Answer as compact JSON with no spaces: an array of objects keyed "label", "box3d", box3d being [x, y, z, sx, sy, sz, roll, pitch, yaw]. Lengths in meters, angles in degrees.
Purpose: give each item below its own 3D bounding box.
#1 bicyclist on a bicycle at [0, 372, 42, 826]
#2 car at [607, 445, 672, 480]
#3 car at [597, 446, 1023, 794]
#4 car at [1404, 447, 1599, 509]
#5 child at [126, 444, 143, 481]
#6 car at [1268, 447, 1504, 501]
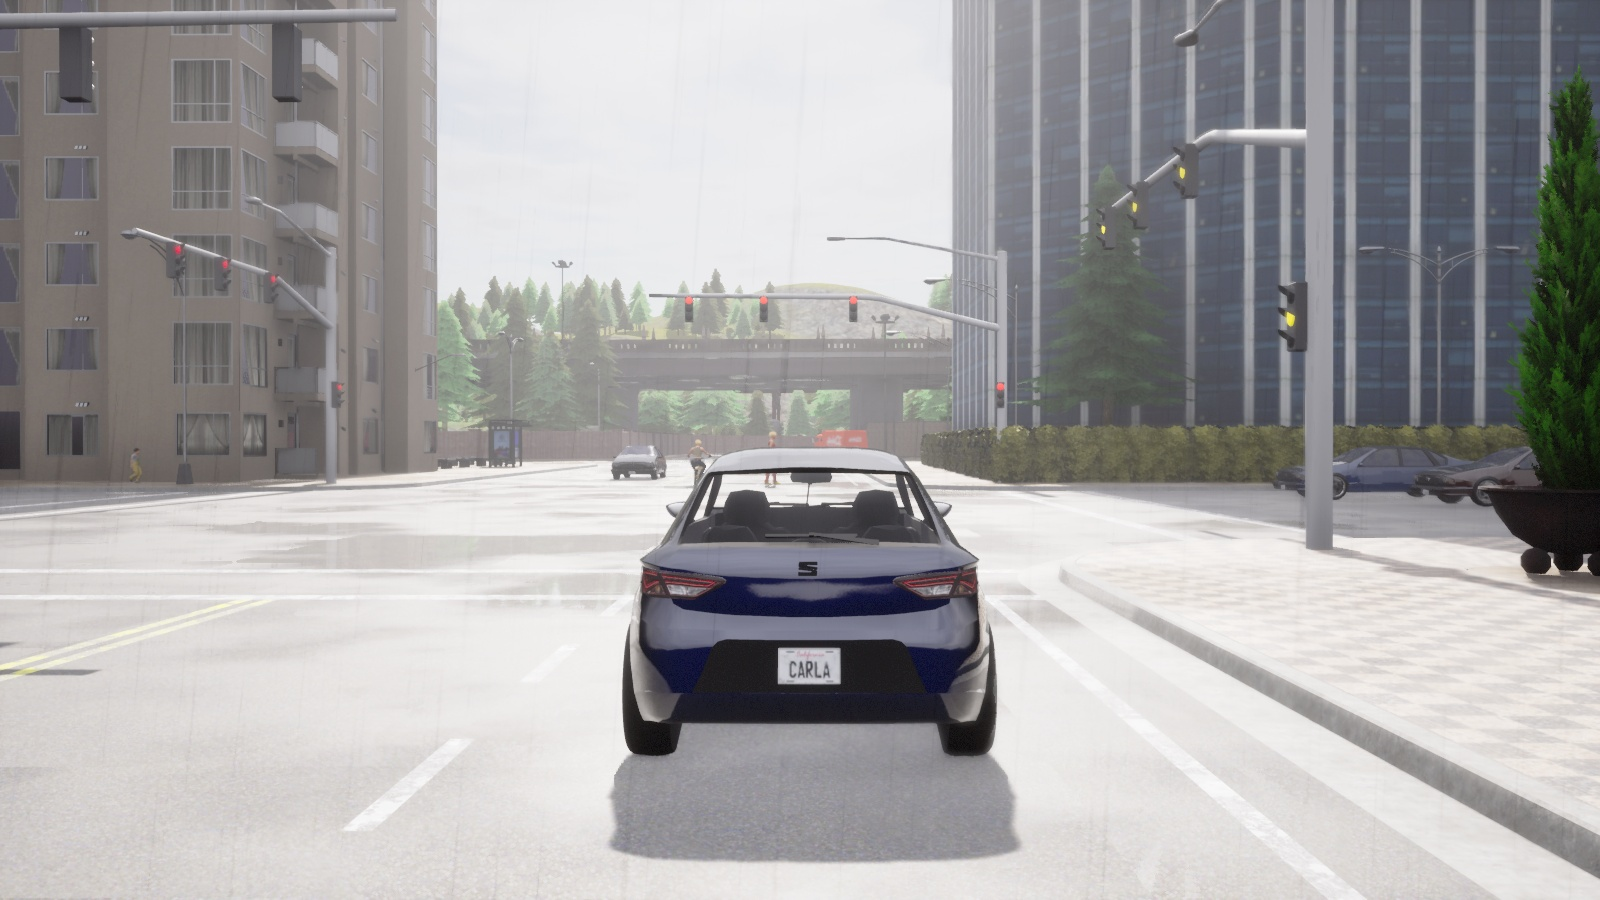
[{"label":"bicyclist on a bicycle","box3d":[-3.463,0.590,4.253,0.659,1.776,1.843,0,1,0]},{"label":"car","box3d":[-6.708,0.490,52.943,2.033,1.411,5.357,0,0,0]},{"label":"car","box3d":[0.054,0.718,7.450,1.816,1.474,4.193,0,0,0]},{"label":"car","box3d":[17.599,0.639,29.991,5.357,1.411,2.033,0,0,0]},{"label":"child","box3d":[-22.525,0.427,42.510,0.437,1.263,0.270,0,0,1]},{"label":"car","box3d":[15.528,0.617,33.483,5.357,1.411,2.033,0,0,0]}]
